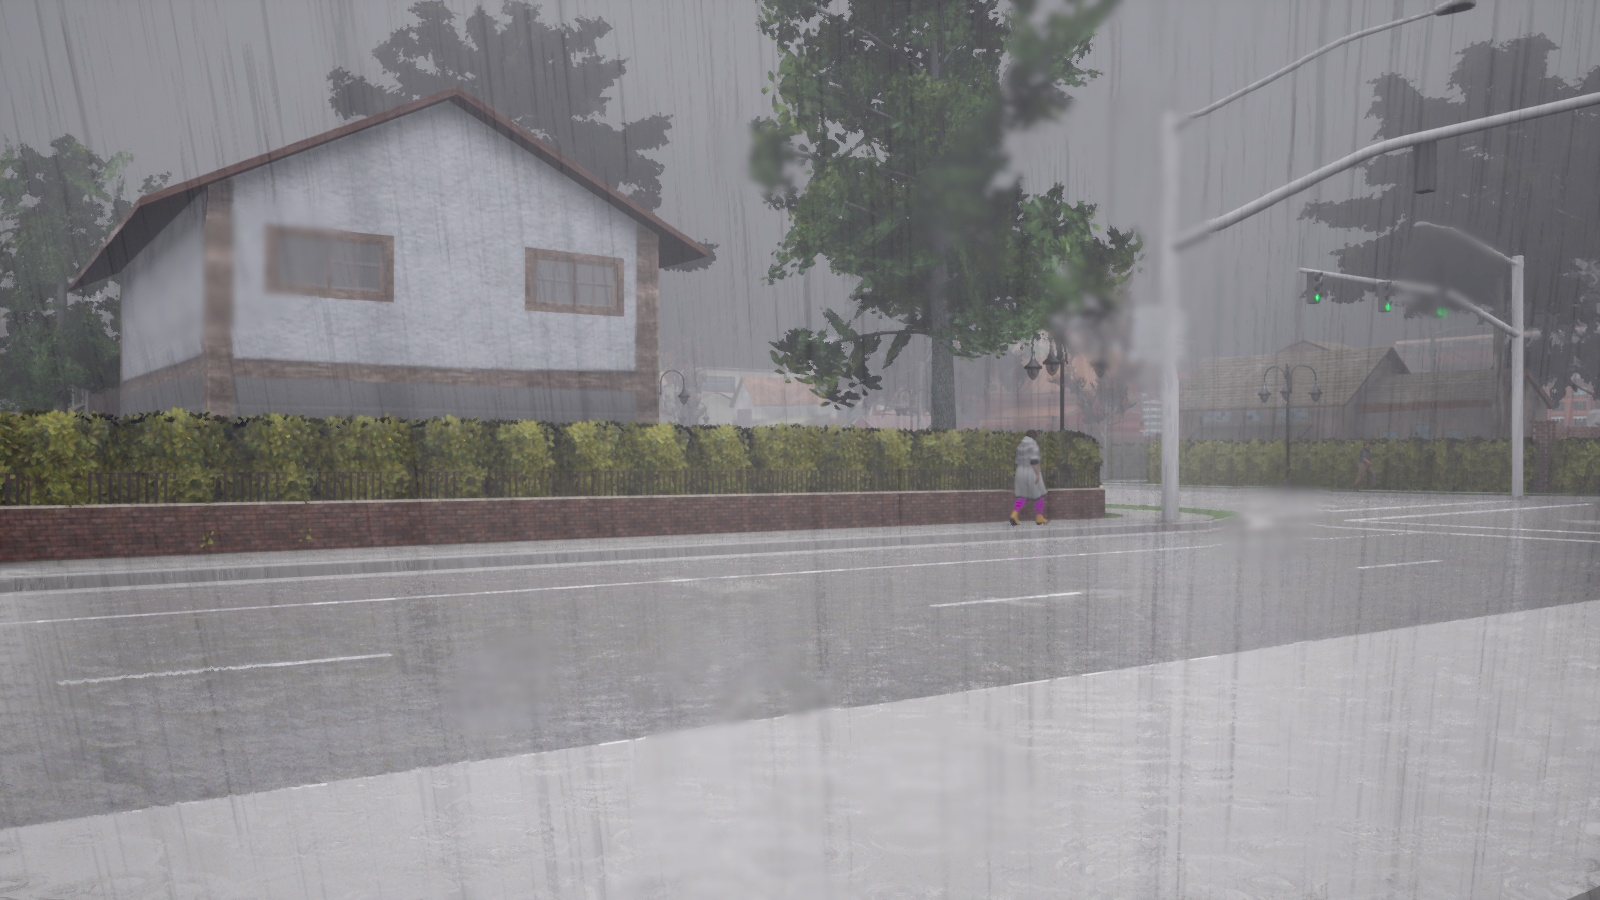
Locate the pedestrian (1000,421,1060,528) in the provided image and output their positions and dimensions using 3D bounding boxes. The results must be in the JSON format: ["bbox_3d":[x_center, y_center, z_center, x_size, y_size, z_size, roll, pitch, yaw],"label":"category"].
[{"bbox_3d":[4.287,0.444,23.409,0.873,1.952,0.659,0,0,-36],"label":"pedestrian"}]

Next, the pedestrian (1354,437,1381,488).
[{"bbox_3d":[20.633,0.463,45.652,0.540,1.848,0.694,0,0,-34],"label":"pedestrian"}]
